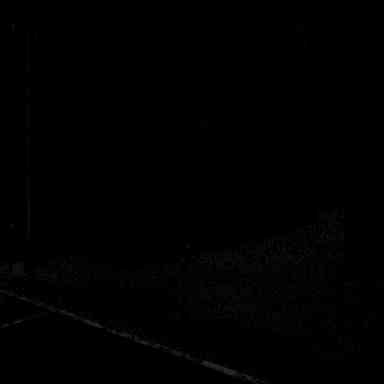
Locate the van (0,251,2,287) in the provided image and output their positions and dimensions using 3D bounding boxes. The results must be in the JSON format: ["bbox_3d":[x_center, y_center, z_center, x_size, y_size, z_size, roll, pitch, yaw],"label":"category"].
[{"bbox_3d":[-5.778,1.339,7.194,3.998,1.788,1.690,0,0,35],"label":"van"}]
